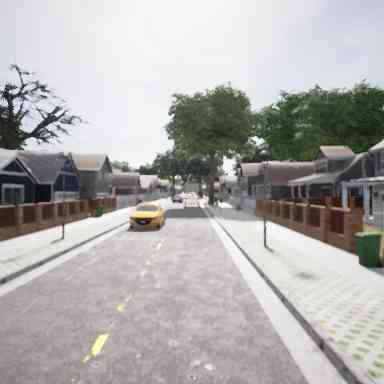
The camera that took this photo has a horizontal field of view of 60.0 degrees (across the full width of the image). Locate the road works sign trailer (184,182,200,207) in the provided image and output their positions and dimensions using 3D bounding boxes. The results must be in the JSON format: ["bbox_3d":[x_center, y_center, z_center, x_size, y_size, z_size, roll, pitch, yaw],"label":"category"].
[{"bbox_3d":[0.009,0.380,48.943,2.380,3.560,2.880,0,0,0],"label":"road works sign trailer"}]

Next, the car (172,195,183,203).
[{"bbox_3d":[-2.769,1.345,63.270,1.882,1.535,5.008,0,0,1],"label":"car"}]

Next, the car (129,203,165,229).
[{"bbox_3d":[-2.846,1.463,21.795,1.882,1.535,5.008,0,0,0],"label":"car"}]
